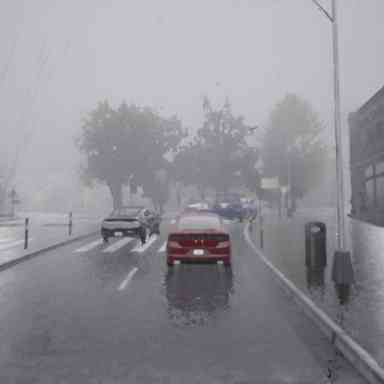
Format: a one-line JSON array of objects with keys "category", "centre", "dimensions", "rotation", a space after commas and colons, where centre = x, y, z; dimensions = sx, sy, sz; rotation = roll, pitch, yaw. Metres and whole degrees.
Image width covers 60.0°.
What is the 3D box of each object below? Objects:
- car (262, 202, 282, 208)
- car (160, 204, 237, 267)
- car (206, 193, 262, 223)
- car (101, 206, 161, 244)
[{"category": "car", "centre": [19.031, 3.290, 79.578], "dimensions": [4.892, 1.490, 1.837], "rotation": [-3, -5, 37]}, {"category": "car", "centre": [0.270, 1.405, 11.249], "dimensions": [1.882, 1.535, 5.008], "rotation": [0, 1, 2]}, {"category": "car", "centre": [3.283, 1.179, 24.907], "dimensions": [2.150, 2.045, 5.566], "rotation": [-2, -3, 24]}, {"category": "car", "centre": [-2.616, 1.407, 15.385], "dimensions": [2.128, 1.511, 4.902], "rotation": [-1, 0, 6]}]
